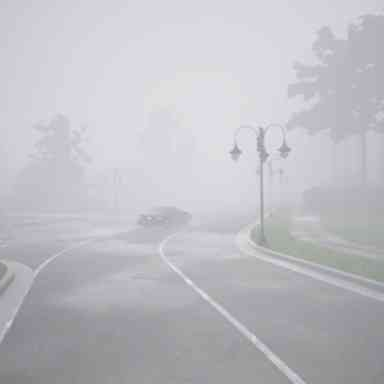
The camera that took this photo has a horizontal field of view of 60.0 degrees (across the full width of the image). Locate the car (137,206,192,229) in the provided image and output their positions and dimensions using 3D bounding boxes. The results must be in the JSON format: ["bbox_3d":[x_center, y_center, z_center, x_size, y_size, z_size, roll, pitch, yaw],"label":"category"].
[{"bbox_3d":[-1.712,1.621,22.296,2.033,1.411,5.357,-1,0,19],"label":"car"}]
